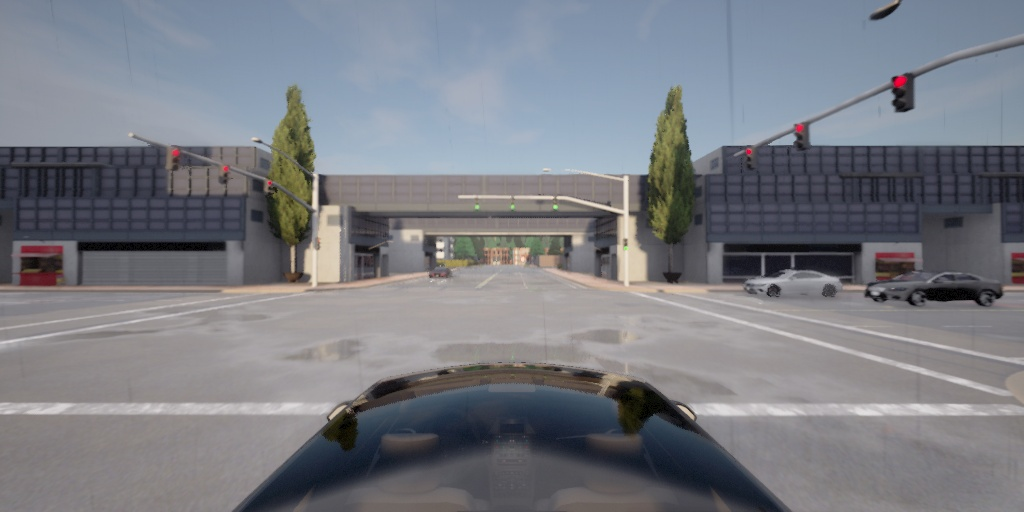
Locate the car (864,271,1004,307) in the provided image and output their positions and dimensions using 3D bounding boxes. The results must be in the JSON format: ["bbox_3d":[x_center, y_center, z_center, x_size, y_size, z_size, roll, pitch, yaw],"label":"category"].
[{"bbox_3d":[18.705,1.409,16.052,4.902,1.511,2.128,0,-1,0],"label":"car"}]

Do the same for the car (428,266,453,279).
[{"bbox_3d":[-7.617,1.808,38.610,1.994,1.385,4.181,0,0,0],"label":"car"}]

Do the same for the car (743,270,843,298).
[{"bbox_3d":[15.226,1.485,19.540,4.674,1.442,1.812,0,-1,1],"label":"car"}]
